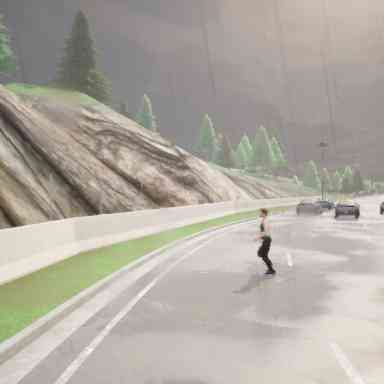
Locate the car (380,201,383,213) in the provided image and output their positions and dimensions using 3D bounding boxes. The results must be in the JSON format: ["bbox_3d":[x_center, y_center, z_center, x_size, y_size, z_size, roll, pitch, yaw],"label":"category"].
[{"bbox_3d":[21.147,1.601,35.492,1.895,1.301,4.718,0,0,29],"label":"car"}]

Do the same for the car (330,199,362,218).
[{"bbox_3d":[13.984,1.491,29.784,2.128,1.511,4.902,0,0,29],"label":"car"}]

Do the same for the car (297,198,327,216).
[{"bbox_3d":[11.645,1.492,32.830,2.128,1.511,4.902,0,0,29],"label":"car"}]

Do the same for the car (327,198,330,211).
[{"bbox_3d":[16.616,1.492,41.737,2.128,1.511,4.902,0,0,29],"label":"car"}]

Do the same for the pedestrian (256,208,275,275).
[{"bbox_3d":[1.991,1.294,9.004,0.375,1.860,0.375,0,0,12],"label":"pedestrian"}]
